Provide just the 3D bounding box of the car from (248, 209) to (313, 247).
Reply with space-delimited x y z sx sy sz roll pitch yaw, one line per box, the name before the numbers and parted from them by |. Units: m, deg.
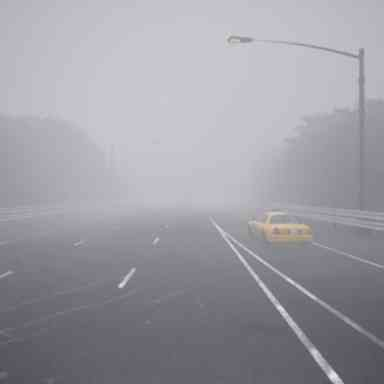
car | 3.934 1.592 15.801 1.801 1.575 5.366 0 0 -3
